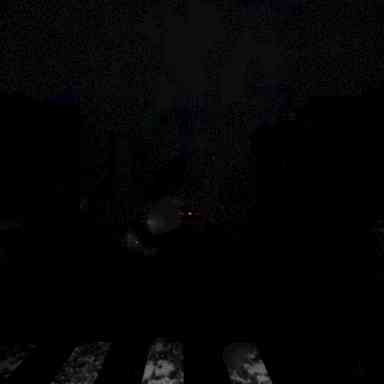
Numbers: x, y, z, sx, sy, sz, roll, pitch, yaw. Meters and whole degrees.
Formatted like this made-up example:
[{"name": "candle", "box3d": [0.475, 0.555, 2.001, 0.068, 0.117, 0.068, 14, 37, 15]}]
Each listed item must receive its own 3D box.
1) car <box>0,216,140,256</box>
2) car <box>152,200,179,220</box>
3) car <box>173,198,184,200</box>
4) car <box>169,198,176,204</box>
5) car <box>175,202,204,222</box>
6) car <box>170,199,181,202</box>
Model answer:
[{"name": "car", "box3d": [-4.845, 1.680, 13.221, 5.357, 1.411, 2.033, 0, -2, -1]}, {"name": "car", "box3d": [-2.643, 1.823, 32.143, 1.882, 1.535, 5.008, 0, -1, 2]}, {"name": "car", "box3d": [-2.594, 2.101, 54.088, 1.812, 1.442, 4.674, 0, 0, 0]}, {"name": "car", "box3d": [-5.379, 2.516, 91.616, 1.752, 1.417, 4.829, 1, -1, -1]}, {"name": "car", "box3d": [0.029, 1.869, 29.848, 2.033, 1.411, 5.357, 0, -1, 4]}, {"name": "car", "box3d": [-2.590, 2.014, 42.395, 1.994, 1.385, 4.181, 0, 0, 0]}]
